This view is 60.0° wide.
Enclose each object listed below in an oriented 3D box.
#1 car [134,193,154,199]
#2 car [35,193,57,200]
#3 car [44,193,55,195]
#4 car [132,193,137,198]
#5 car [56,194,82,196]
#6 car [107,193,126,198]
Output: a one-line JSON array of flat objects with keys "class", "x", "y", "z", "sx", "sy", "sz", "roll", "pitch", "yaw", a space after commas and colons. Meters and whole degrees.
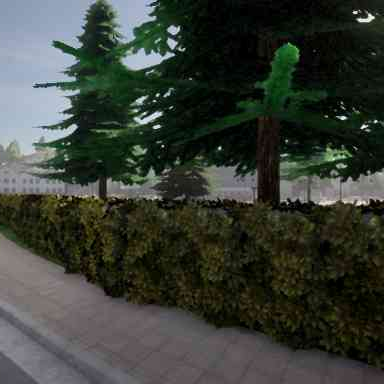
[{"class": "car", "x": -7.908, "y": 1.384, "z": 60.724, "sx": 3.806, "sy": 1.475, "sz": 1.970, "roll": 0, "pitch": 0, "yaw": -36}, {"class": "car", "x": -36.273, "y": 1.096, "z": 82.782, "sx": 4.605, "sy": 1.855, "sz": 1.932, "roll": 0, "pitch": 0, "yaw": -36}, {"class": "car", "x": -29.605, "y": 1.297, "z": 72.236, "sx": 4.514, "sy": 1.523, "sz": 2.007, "roll": 0, "pitch": 0, "yaw": -36}, {"class": "car", "x": -10.838, "y": 1.097, "z": 77.812, "sx": 4.605, "sy": 1.855, "sz": 1.932, "roll": 0, "pitch": 0, "yaw": -36}, {"class": "car", "x": -23.826, "y": 1.319, "z": 64.084, "sx": 3.633, "sy": 1.501, "sz": 1.845, "roll": 0, "pitch": 0, "yaw": -36}, {"class": "car", "x": -20.307, "y": 1.153, "z": 90.342, "sx": 5.027, "sy": 1.636, "sz": 2.152, "roll": 0, "pitch": 0, "yaw": -36}]
